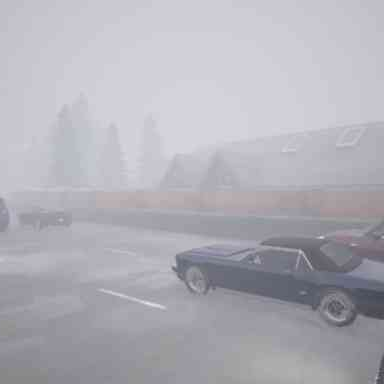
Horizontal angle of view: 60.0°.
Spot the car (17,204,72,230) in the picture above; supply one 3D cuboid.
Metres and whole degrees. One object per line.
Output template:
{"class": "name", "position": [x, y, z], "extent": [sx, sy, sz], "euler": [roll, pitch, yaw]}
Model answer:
{"class": "car", "position": [-9.553, 1.516, 21.394], "extent": [5.008, 1.535, 1.882], "euler": [0, 0, 44]}

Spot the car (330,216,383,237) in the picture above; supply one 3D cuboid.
{"class": "car", "position": [5.490, 1.378, 8.784], "extent": [4.553, 1.767, 2.097], "euler": [0, 0, 36]}

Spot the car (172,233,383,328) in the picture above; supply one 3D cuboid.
{"class": "car", "position": [1.854, 1.620, 7.079], "extent": [4.718, 1.301, 1.895], "euler": [0, 0, 37]}

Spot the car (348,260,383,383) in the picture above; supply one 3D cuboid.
{"class": "car", "position": [3.576, 1.512, 1.533], "extent": [4.892, 1.490, 1.837], "euler": [0, 0, 35]}

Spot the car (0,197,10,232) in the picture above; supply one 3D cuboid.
{"class": "car", "position": [-12.489, 1.252, 19.337], "extent": [5.566, 2.045, 2.150], "euler": [0, 0, 44]}
